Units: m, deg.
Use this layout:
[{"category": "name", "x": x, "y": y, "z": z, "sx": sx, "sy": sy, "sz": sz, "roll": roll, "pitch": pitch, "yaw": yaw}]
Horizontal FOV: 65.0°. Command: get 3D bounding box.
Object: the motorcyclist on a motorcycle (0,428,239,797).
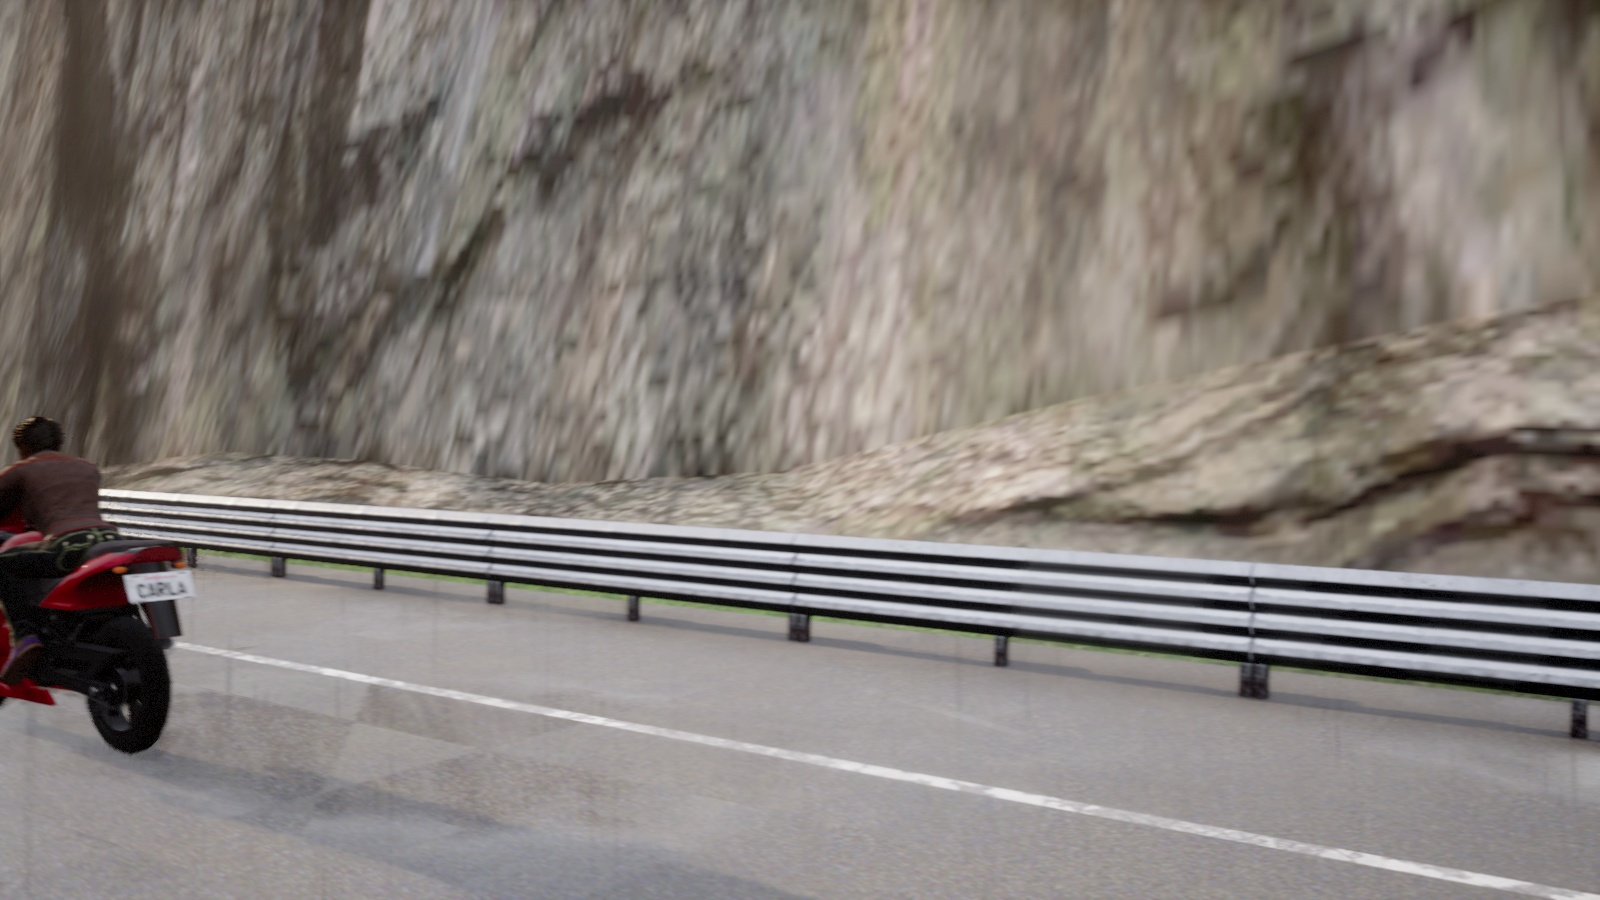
[{"category": "motorcyclist on a motorcycle", "x": -3.688, "y": 0.664, "z": 6.070, "sx": 2.044, "sy": 1.523, "sz": 0.797, "roll": 0, "pitch": 1, "yaw": 34}]
